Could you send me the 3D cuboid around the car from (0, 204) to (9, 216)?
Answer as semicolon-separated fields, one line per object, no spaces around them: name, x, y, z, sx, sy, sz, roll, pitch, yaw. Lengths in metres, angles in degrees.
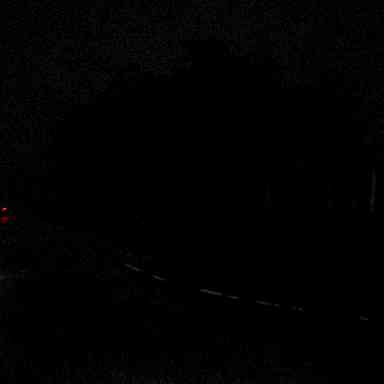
car;-22.921;2.128;39.264;1.812;1.442;4.674;0;-1;-34
